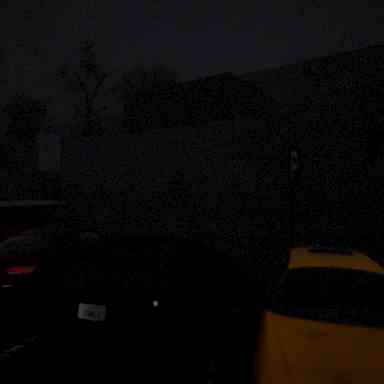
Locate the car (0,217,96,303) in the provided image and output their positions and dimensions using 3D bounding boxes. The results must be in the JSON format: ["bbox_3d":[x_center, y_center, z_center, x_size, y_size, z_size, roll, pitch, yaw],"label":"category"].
[{"bbox_3d":[-3.016,1.514,7.941,2.002,1.452,4.674,0,-1,15],"label":"car"}]

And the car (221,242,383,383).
[{"bbox_3d":[1.807,1.485,4.297,1.946,1.575,5.366,1,-1,15],"label":"car"}]

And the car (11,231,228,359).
[{"bbox_3d":[-0.577,1.517,6.241,2.163,1.488,4.792,0,-1,15],"label":"car"}]

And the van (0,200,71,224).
[{"bbox_3d":[-5.460,1.234,9.561,1.878,1.987,4.442,1,0,15],"label":"van"}]
